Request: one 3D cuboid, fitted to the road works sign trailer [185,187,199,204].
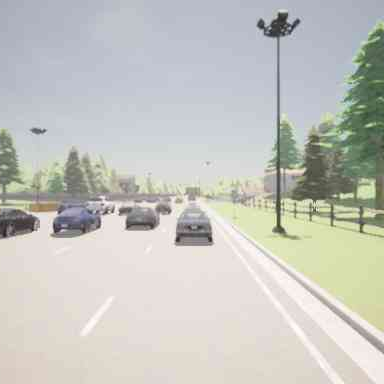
[{"bbox_3d":[-0.007,0.926,59.763,2.380,3.560,2.880,0,0,0],"label":"road works sign trailer"}]

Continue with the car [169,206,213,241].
[{"bbox_3d":[0.098,1.684,17.576,2.033,1.411,5.357,0,0,0],"label":"car"}]

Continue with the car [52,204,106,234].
[{"bbox_3d":[-6.917,1.683,20.315,1.812,1.442,4.674,0,0,0],"label":"car"}]

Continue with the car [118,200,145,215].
[{"bbox_3d":[-6.904,1.891,37.562,1.895,1.301,4.718,0,0,0],"label":"car"}]

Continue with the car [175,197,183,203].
[{"bbox_3d":[-3.510,2.136,86.383,1.882,1.535,5.008,0,0,0],"label":"car"}]

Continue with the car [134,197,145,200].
[{"bbox_3d":[-14.010,2.186,86.798,1.812,1.442,4.674,0,0,0],"label":"car"}]

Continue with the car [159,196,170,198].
[{"bbox_3d":[-7.010,2.215,86.798,1.994,1.385,4.181,0,0,0],"label":"car"}]

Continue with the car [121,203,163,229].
[{"bbox_3d":[-3.403,1.746,23.484,1.994,1.385,4.181,0,0,0],"label":"car"}]

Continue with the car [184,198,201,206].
[{"bbox_3d":[0.082,1.836,40.160,1.812,1.442,4.674,0,0,0],"label":"car"}]

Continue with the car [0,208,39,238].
[{"bbox_3d":[-10.402,1.650,18.752,1.837,1.490,4.892,0,0,0],"label":"car"}]

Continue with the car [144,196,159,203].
[{"bbox_3d":[-10.510,2.213,86.765,1.994,1.385,4.181,0,0,0],"label":"car"}]

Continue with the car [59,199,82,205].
[{"bbox_3d":[-13.903,1.652,38.815,2.097,1.767,4.553,0,0,0],"label":"car"}]

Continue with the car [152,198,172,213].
[{"bbox_3d":[-3.418,1.836,40.111,1.812,1.442,4.674,0,0,0],"label":"car"}]

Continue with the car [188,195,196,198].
[{"bbox_3d":[-0.010,2.215,86.799,1.994,1.385,4.181,0,0,0],"label":"car"}]

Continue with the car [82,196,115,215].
[{"bbox_3d":[-10.404,1.517,38.244,2.150,2.045,5.566,0,0,0],"label":"car"}]
